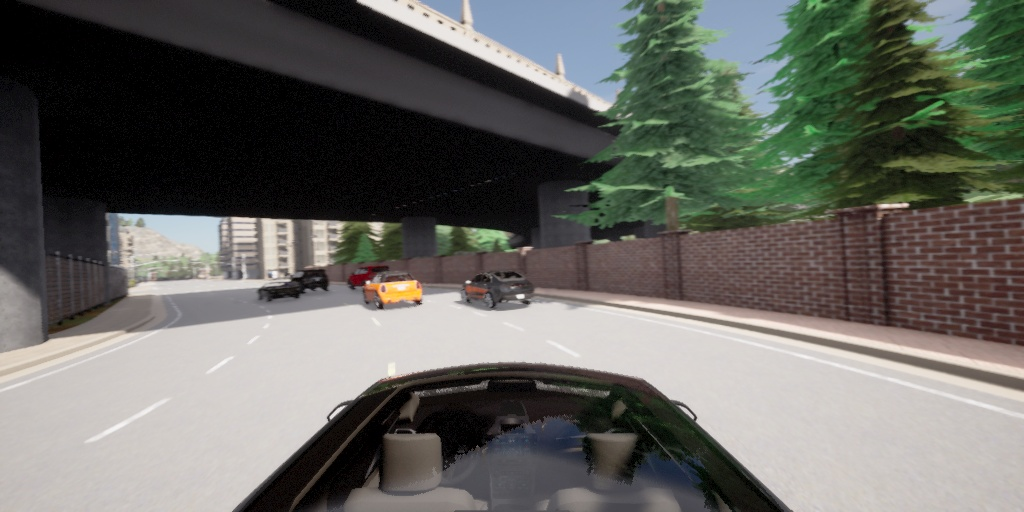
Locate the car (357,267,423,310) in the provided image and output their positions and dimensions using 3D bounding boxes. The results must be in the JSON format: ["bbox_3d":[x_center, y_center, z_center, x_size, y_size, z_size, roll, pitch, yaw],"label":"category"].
[{"bbox_3d":[-6.197,1.581,18.271,2.097,1.767,4.553,-3,-1,-32],"label":"car"}]

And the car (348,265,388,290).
[{"bbox_3d":[-12.366,1.902,31.189,2.150,2.045,5.566,-3,-1,-43],"label":"car"}]

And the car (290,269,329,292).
[{"bbox_3d":[-18.388,2.250,32.346,2.150,2.045,5.566,-3,-1,-45],"label":"car"}]

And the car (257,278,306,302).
[{"bbox_3d":[-16.453,2.465,25.294,1.895,1.301,4.718,-3,-1,-44],"label":"car"}]

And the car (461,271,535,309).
[{"bbox_3d":[-0.793,1.414,16.077,1.837,1.490,4.892,-3,-1,-28],"label":"car"}]
